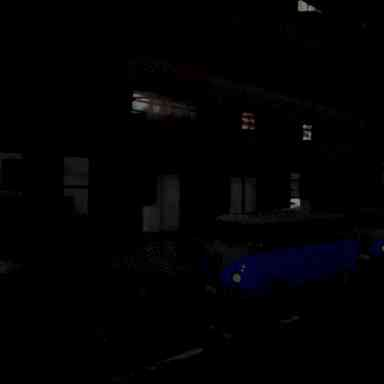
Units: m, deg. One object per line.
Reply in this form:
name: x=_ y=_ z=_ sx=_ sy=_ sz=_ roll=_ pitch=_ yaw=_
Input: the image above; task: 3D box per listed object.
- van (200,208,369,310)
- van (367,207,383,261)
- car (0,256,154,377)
van: x=2.084 y=1.348 z=7.559 sx=3.998 sy=1.788 sz=1.690 roll=0 pitch=0 yaw=-35
van: x=6.687 y=1.361 z=10.818 sx=3.998 sy=1.788 sz=1.690 roll=0 pitch=0 yaw=-35
car: x=-2.520 y=1.576 z=4.300 sx=4.206 sy=1.307 sz=1.802 roll=0 pitch=0 yaw=-35
